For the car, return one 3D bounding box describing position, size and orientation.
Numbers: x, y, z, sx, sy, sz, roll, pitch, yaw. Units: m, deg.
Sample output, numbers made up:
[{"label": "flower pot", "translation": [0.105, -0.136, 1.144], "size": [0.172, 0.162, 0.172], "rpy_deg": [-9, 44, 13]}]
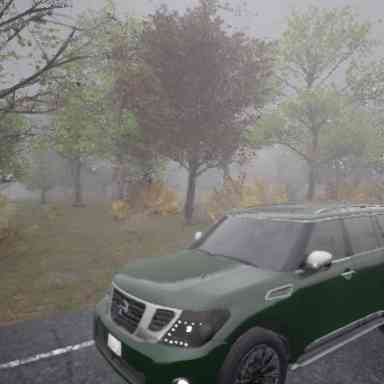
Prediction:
[{"label": "car", "translation": [1.431, 1.222, 5.069], "size": [5.566, 2.045, 2.150], "rpy_deg": [0, 0, -36]}]
